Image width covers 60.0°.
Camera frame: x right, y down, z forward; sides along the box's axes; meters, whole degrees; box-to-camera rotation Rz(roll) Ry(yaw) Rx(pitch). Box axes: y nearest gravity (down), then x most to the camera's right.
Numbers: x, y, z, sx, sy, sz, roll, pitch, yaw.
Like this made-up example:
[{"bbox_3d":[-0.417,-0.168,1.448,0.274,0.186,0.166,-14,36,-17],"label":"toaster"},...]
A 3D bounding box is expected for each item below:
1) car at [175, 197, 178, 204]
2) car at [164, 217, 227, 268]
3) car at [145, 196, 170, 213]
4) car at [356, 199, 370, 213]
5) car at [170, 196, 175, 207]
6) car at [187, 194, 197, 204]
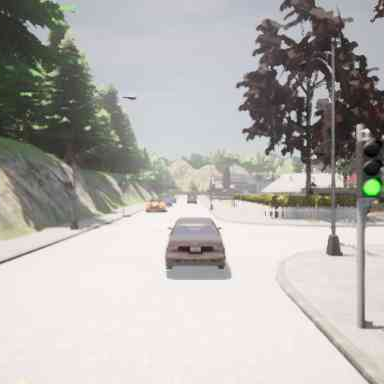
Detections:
[{"bbox_3d":[-3.999,1.613,67.778,2.128,1.511,4.902,0,0,0],"label":"car"},{"bbox_3d":[0.096,1.567,11.343,2.033,1.411,5.357,0,0,0],"label":"car"},{"bbox_3d":[-4.088,1.418,38.375,2.097,1.767,4.553,0,0,0],"label":"car"},{"bbox_3d":[15.787,1.358,32.978,1.994,1.381,4.181,0,0,0],"label":"car"},{"bbox_3d":[-4.065,1.614,51.568,1.812,1.442,4.674,0,0,0],"label":"car"},{"bbox_3d":[0.001,1.676,64.833,1.994,1.385,4.181,0,0,0],"label":"car"}]
